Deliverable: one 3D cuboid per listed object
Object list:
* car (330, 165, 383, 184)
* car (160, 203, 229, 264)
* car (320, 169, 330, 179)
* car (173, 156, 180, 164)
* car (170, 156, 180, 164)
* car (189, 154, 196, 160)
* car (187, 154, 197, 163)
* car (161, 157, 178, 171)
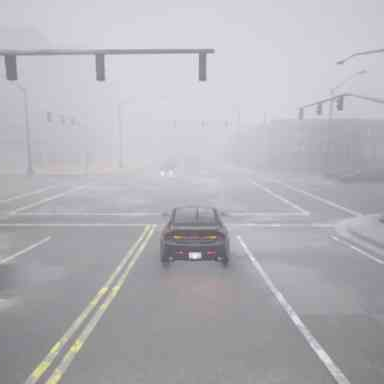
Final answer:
[{"bbox_3d":[16.645,-1.567,31.977,5.357,1.411,2.033,0,8,2],"label":"car"},{"bbox_3d":[0.082,1.113,10.473,1.837,1.490,4.892,0,4,0],"label":"car"},{"bbox_3d":[16.277,-2.093,35.436,4.902,1.511,2.128,0,8,0],"label":"car"},{"bbox_3d":[-3.564,-5.570,60.010,2.097,1.767,4.553,0,8,0],"label":"car"},{"bbox_3d":[-3.495,-6.828,70.211,1.882,1.535,5.008,0,8,0],"label":"car"},{"bbox_3d":[0.006,-9.327,88.964,1.812,1.442,4.674,0,8,0],"label":"car"},{"bbox_3d":[0.007,-7.260,73.562,1.837,1.490,4.892,0,8,0],"label":"car"},{"bbox_3d":[-3.594,-3.994,49.850,2.033,1.411,5.357,0,8,0],"label":"car"}]
